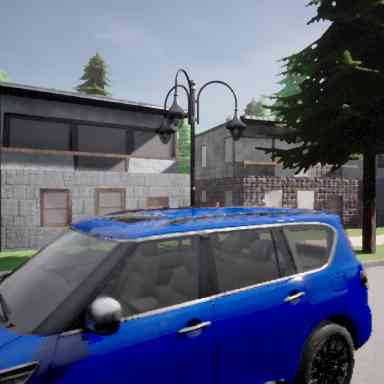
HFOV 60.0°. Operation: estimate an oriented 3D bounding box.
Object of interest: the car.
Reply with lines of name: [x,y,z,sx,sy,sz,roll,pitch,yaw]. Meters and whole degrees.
car: [-0.454,1.221,3.426,5.566,2.045,2.150,0,0,-33]
